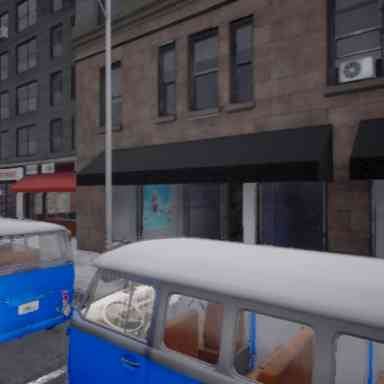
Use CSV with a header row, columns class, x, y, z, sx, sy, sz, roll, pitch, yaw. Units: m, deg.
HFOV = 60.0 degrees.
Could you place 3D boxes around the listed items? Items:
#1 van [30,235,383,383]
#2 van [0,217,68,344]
class,x,y,z,sx,sy,sz,roll,pitch,yaw
van,0.753,1.338,2.338,3.998,1.788,1.690,0,0,36
van,-3.685,1.308,5.572,3.998,1.788,1.690,0,0,36
